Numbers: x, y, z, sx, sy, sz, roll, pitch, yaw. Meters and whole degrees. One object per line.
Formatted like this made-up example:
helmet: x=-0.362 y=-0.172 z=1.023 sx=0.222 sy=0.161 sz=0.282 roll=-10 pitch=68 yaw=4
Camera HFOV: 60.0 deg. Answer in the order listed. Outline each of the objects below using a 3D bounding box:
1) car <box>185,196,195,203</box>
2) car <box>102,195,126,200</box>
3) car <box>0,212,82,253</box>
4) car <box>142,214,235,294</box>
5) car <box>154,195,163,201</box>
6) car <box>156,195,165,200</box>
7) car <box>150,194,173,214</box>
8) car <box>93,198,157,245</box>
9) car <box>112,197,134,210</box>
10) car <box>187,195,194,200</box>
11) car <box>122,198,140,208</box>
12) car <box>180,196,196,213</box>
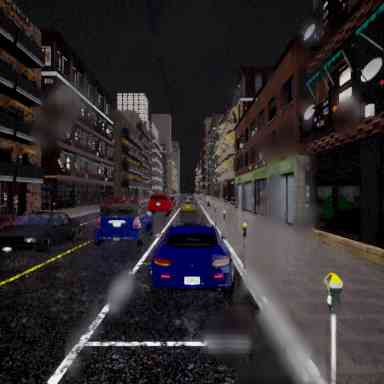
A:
car: x=-0.453 y=1.545 z=70.970 sx=2.008 sy=1.369 sz=4.403 roll=0 pitch=0 yaw=0
car: x=-8.833 y=1.314 z=37.157 sx=2.192 sy=1.841 sz=5.009 roll=0 pitch=0 yaw=0
car: x=-6.245 y=1.548 z=13.912 sx=2.033 sy=1.411 sz=5.357 roll=0 pitch=0 yaw=0
car: x=0.004 y=1.526 z=8.649 sx=1.812 sy=1.442 sz=4.674 roll=0 pitch=0 yaw=0
car: x=-8.834 y=1.541 z=87.882 sx=2.008 sy=1.369 sz=4.403 roll=0 pitch=0 yaw=0
car: x=-8.834 y=1.539 z=93.519 sx=2.008 sy=1.369 sz=4.403 roll=0 pitch=0 yaw=0
car: x=-3.144 y=1.221 z=33.646 sx=2.150 sy=2.045 sz=5.566 roll=0 pitch=0 yaw=0
car: x=-3.044 y=1.353 z=15.617 sx=2.097 sy=1.767 sz=4.553 roll=0 pitch=0 yaw=0
car: x=-8.834 y=1.439 z=42.793 sx=1.967 sy=1.590 sz=4.097 roll=0 pitch=0 yaw=0
car: x=-0.452 y=1.513 z=93.685 sx=1.752 sy=1.417 sz=4.829 roll=0 pitch=0 yaw=0
car: x=-8.834 y=1.543 z=48.430 sx=1.887 sy=1.381 sz=4.507 roll=0 pitch=0 yaw=0
car: x=-0.454 y=1.525 z=37.323 sx=1.752 sy=1.417 sz=4.829 roll=0 pitch=0 yaw=0
